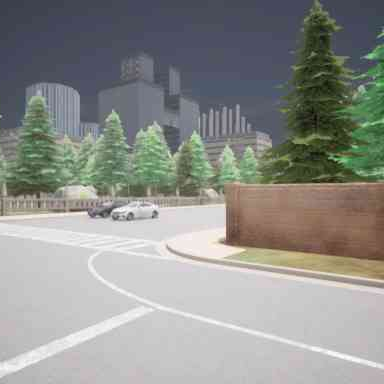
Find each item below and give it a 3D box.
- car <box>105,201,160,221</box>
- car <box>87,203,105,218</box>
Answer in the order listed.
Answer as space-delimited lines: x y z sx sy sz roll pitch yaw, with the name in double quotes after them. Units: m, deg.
-4.582 1.521 27.562 1.812 1.442 4.674 0 0 35 "car"
-7.164 1.520 29.973 1.812 1.442 4.674 0 0 35 "car"
